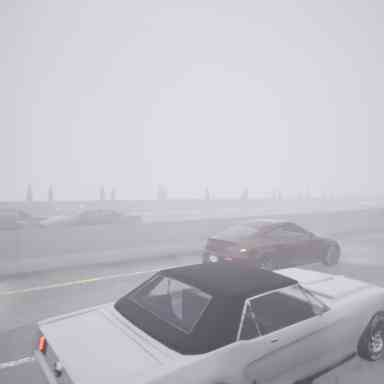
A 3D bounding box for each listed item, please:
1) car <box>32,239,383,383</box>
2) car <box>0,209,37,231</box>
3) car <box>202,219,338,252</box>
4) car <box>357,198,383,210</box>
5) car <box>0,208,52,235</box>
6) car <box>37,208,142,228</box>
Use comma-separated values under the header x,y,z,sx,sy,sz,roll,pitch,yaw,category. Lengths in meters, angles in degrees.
x,y,z,sx,sy,sz,roll,pitch,yaw,category
0.698,1.601,4.245,4.718,1.301,1.895,0,0,-36,car
-8.133,1.491,11.088,4.902,1.511,2.128,0,0,-36,car
2.419,1.526,9.774,4.674,1.442,1.812,0,0,-36,car
22.489,1.530,41.524,4.674,1.442,1.812,0,0,-35,car
-10.364,1.601,18.096,4.718,1.301,1.895,0,0,-36,car
-5.202,1.548,17.481,5.357,1.411,2.033,0,0,-36,car
